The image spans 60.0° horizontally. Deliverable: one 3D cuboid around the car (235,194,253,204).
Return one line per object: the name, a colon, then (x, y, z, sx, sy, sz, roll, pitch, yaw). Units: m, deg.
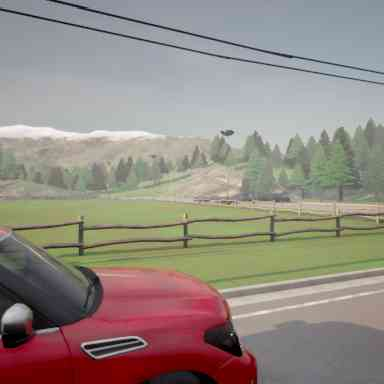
car: (9.254, 1.547, 66.247, 2.033, 1.411, 5.357, 0, 0, -23)

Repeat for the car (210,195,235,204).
car: (5.942, 1.564, 65.098, 1.994, 1.385, 4.181, 0, 0, -23)

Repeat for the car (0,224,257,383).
car: (-2.202, 1.222, 2.597, 5.566, 2.045, 2.150, 0, 0, -24)

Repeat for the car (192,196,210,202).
car: (1.843, 1.488, 74.248, 2.033, 1.411, 5.357, 0, 0, -24)

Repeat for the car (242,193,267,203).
car: (12.365, 1.491, 67.755, 2.128, 1.511, 4.902, 0, 0, -24)

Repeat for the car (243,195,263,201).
car: (14.649, 1.483, 79.906, 2.033, 1.411, 5.357, 0, 0, -24)

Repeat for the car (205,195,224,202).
car: (5.044, 1.488, 75.663, 2.033, 1.411, 5.357, 0, 0, -24)

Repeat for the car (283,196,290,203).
car: (18.766, 1.500, 70.589, 1.837, 1.490, 4.892, 0, 0, -24)

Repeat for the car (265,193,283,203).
car: (15.697, 1.225, 68.877, 2.150, 2.045, 5.566, 0, 0, -24)
